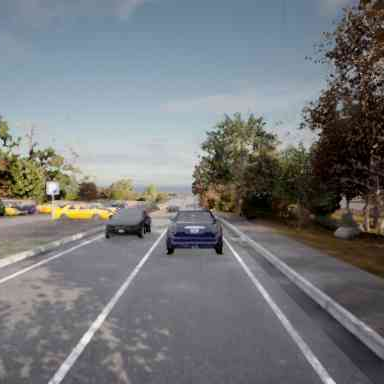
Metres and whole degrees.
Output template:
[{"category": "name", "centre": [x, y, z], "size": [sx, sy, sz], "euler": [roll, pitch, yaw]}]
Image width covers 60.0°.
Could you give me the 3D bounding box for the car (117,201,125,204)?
[{"category": "car", "centre": [-10.346, 2.011, 36.287], "size": [5.008, 1.535, 2.097], "euler": [0, -2, 0]}]

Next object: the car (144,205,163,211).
[{"category": "car", "centre": [-10.315, 4.229, 88.962], "size": [4.892, 1.521, 2.231], "euler": [0, -3, 0]}]

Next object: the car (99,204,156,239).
[{"category": "car", "centre": [-3.354, 1.620, 18.256], "size": [1.882, 1.535, 5.008], "euler": [0, -1, 0]}]

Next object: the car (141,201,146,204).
[{"category": "car", "centre": [-10.339, 2.601, 52.929], "size": [5.008, 1.535, 2.097], "euler": [0, -2, 0]}]

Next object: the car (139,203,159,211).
[{"category": "car", "centre": [-10.293, 3.669, 80.652], "size": [4.553, 1.767, 2.185], "euler": [0, -3, 0]}]

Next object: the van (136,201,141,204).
[{"category": "van", "centre": [-10.452, 2.275, 50.163], "size": [4.442, 1.987, 1.878], "euler": [0, -2, 0]}]

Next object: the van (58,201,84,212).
[{"category": "van", "centre": [-23.293, 2.782, 64.201], "size": [4.442, 1.987, 1.878], "euler": [0, -2, 0]}]

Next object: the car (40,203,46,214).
[{"category": "car", "centre": [-23.384, 2.283, 47.587], "size": [4.553, 1.767, 2.185], "euler": [0, -2, 0]}]

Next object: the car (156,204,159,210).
[{"category": "car", "centre": [-10.356, 2.965, 69.568], "size": [5.566, 2.045, 2.435], "euler": [0, -3, 0]}]

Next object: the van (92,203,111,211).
[{"category": "van", "centre": [-23.519, 3.858, 86.195], "size": [4.442, 1.987, 1.878], "euler": [0, -3, 0]}]

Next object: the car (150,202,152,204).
[{"category": "car", "centre": [-10.334, 2.941, 61.251], "size": [4.674, 1.452, 2.002], "euler": [0, -2, 0]}]

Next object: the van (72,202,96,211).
[{"category": "van", "centre": [-23.523, 3.143, 72.488], "size": [4.442, 1.987, 1.878], "euler": [0, -3, 0]}]

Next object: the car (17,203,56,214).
[{"category": "car", "centre": [-23.410, 2.504, 50.227], "size": [5.008, 1.535, 2.097], "euler": [0, -2, 0]}]

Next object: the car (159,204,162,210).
[{"category": "car", "centre": [-10.320, 3.649, 77.872], "size": [5.008, 1.535, 2.097], "euler": [0, -3, 0]}]

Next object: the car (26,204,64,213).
[{"category": "car", "centre": [-23.409, 2.608, 53.121], "size": [5.008, 1.535, 2.097], "euler": [0, -2, 0]}]

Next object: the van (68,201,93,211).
[{"category": "van", "centre": [-23.291, 2.992, 69.589], "size": [4.442, 1.987, 1.878], "euler": [0, -3, 0]}]

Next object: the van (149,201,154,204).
[{"category": "van", "centre": [-10.213, 2.776, 64.035], "size": [4.442, 1.987, 1.878], "euler": [0, -2, 0]}]

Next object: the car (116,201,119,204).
[{"category": "car", "centre": [-10.346, 1.927, 33.516], "size": [4.892, 1.521, 2.231], "euler": [0, -2, 0]}]

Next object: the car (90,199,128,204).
[{"category": "car", "centre": [-10.370, 1.978, 39.066], "size": [4.553, 1.767, 2.185], "euler": [0, -2, 0]}]

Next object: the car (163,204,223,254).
[{"category": "car", "centre": [0.096, 1.434, 14.036], "size": [2.097, 1.767, 4.553], "euler": [0, -1, 0]}]

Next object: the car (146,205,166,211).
[{"category": "car", "centre": [-10.134, 4.515, 94.507], "size": [5.366, 1.575, 1.946], "euler": [0, -3, 0]}]

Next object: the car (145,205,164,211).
[{"category": "car", "centre": [-10.327, 4.374, 91.735], "size": [4.892, 1.521, 2.231], "euler": [0, -3, 0]}]

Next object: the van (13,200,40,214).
[{"category": "van", "centre": [-23.533, 2.083, 44.823], "size": [4.442, 1.987, 1.878], "euler": [0, -2, 0]}]

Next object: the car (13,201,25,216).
[{"category": "car", "centre": [-23.234, 2.108, 39.280], "size": [5.366, 1.575, 1.946], "euler": [0, -2, 0]}]

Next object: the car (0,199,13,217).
[{"category": "car", "centre": [-23.447, 1.766, 36.522], "size": [5.566, 2.045, 2.435], "euler": [0, -2, 0]}]

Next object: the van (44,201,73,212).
[{"category": "van", "centre": [-23.529, 2.583, 58.665], "size": [4.442, 1.987, 1.878], "euler": [0, -2, 0]}]

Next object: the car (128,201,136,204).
[{"category": "car", "centre": [-10.310, 1.950, 41.841], "size": [5.566, 2.045, 2.435], "euler": [0, -2, 0]}]

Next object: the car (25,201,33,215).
[{"category": "car", "centre": [-23.411, 2.210, 42.046], "size": [4.892, 1.521, 2.231], "euler": [0, -2, 0]}]

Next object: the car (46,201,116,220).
[{"category": "car", "centre": [-10.156, 1.847, 30.748], "size": [5.366, 1.575, 1.946], "euler": [0, -2, 0]}]

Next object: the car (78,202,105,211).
[{"category": "car", "centre": [-23.377, 3.400, 77.898], "size": [5.566, 2.045, 2.435], "euler": [0, -3, 0]}]

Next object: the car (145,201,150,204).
[{"category": "car", "centre": [-10.302, 2.831, 58.476], "size": [4.792, 1.488, 2.163], "euler": [0, -2, 0]}]

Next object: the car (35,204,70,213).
[{"category": "car", "centre": [-23.407, 2.710, 55.889], "size": [4.892, 1.521, 2.231], "euler": [0, -2, 0]}]

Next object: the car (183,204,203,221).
[{"category": "car", "centre": [0.093, 1.925, 31.856], "size": [1.837, 1.490, 4.892], "euler": [0, -2, 0]}]

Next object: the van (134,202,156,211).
[{"category": "van", "centre": [-10.210, 3.135, 72.339], "size": [4.442, 1.987, 1.878], "euler": [0, -3, 0]}]

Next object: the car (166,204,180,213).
[{"category": "car", "centre": [-3.305, 2.885, 58.724], "size": [2.033, 1.411, 5.357], "euler": [0, -2, 1]}]
